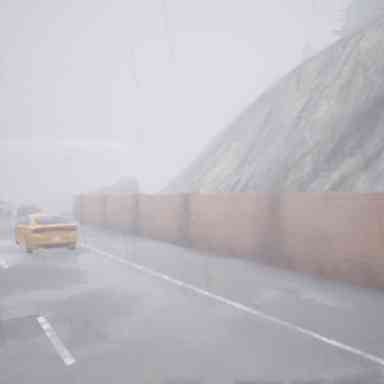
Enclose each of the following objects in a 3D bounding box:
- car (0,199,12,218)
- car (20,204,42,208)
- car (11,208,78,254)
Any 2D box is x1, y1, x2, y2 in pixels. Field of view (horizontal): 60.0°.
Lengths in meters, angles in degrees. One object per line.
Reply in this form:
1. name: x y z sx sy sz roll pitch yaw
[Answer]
1. car: -21.378 1.743 36.133 2.150 2.045 5.566 -1 -1 -13
2. car: -17.447 1.999 35.998 1.882 1.535 5.008 0 -1 -16
3. car: -6.615 1.694 14.874 1.882 1.535 5.008 1 -1 -35
